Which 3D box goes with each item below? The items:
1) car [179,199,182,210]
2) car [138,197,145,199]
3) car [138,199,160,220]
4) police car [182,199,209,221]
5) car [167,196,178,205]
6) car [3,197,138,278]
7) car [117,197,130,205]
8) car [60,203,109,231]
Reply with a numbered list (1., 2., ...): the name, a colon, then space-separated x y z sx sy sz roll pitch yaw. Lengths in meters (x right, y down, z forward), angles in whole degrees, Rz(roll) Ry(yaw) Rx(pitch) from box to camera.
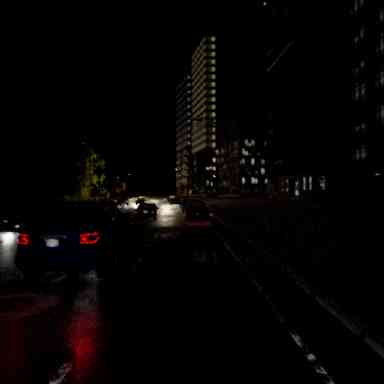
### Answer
1. car: -0.172 1.575 38.330 1.882 1.535 5.008 0 0 -3
2. car: -9.699 1.747 63.346 2.033 1.411 5.357 0 0 -5
3. car: -3.815 1.624 28.612 2.033 1.411 5.357 0 0 -3
4. police car: 0.350 1.492 28.360 1.930 1.638 5.238 0 0 -3
5. car: -3.049 1.756 62.297 1.994 1.385 4.181 0 0 -6
6. car: -3.259 1.254 10.364 2.150 2.045 5.566 0 0 -1
7. car: -12.935 1.702 62.989 1.837 1.490 4.892 0 0 -5
8. car: -7.005 1.571 22.201 1.837 1.490 4.892 0 0 -2
